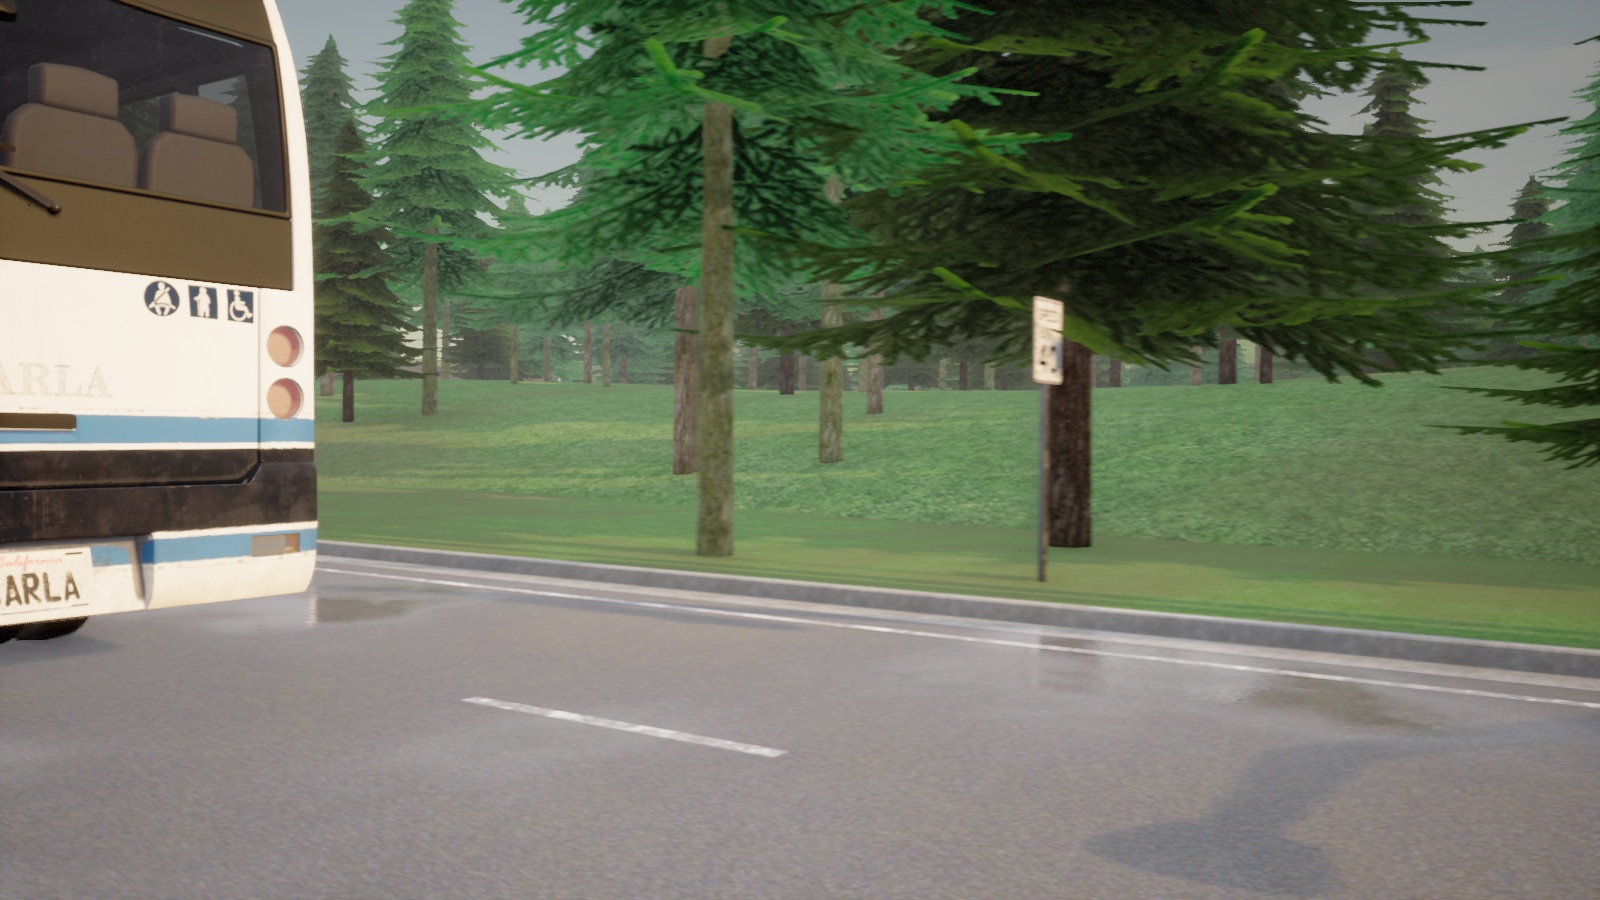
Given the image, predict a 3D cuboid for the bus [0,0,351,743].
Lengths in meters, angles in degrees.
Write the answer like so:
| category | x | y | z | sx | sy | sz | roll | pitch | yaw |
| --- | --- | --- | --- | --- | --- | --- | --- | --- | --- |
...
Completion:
| category | x | y | z | sx | sy | sz | roll | pitch | yaw |
| --- | --- | --- | --- | --- | --- | --- | --- | --- | --- |
| bus | -8.206 | -0.678 | 9.049 | 10.273 | 4.253 | 3.944 | 0 | 1 | 34 |
